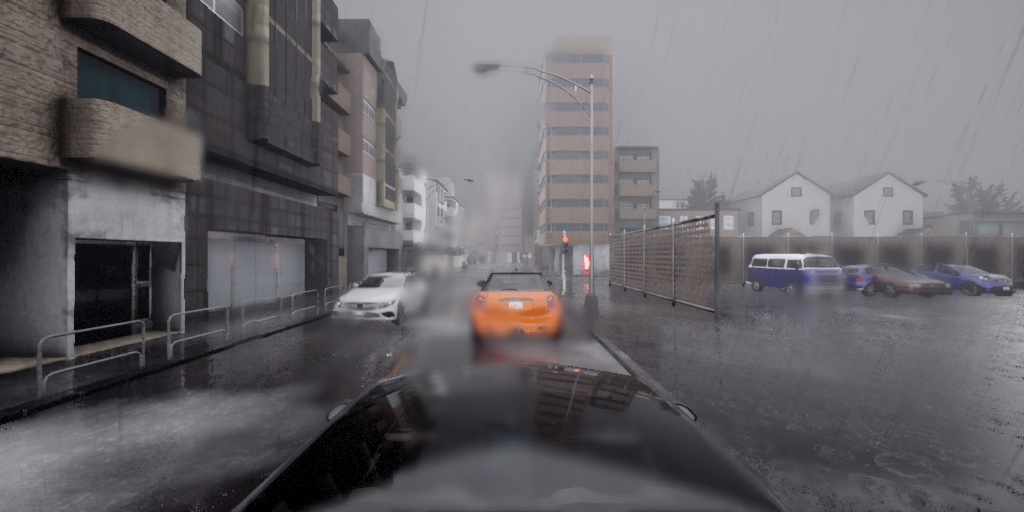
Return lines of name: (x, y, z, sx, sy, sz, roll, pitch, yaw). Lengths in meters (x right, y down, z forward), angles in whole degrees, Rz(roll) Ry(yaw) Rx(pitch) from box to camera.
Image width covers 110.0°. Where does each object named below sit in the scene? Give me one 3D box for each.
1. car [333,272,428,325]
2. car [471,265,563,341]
car: (-4.062, 1.275, 11.914, 1.812, 1.442, 4.674, 0, 0, 0)
car: (0.102, 1.102, 10.009, 2.097, 1.767, 4.553, 0, 0, 0)
